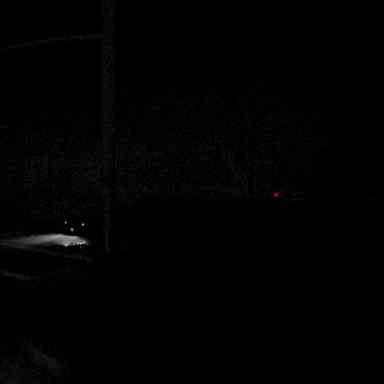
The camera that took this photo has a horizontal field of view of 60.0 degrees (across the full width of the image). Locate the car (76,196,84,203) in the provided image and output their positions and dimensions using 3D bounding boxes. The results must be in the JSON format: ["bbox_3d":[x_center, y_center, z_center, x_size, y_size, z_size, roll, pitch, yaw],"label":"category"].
[{"bbox_3d":[-18.944,1.006,60.584,1.905,1.878,3.866,0,0,35],"label":"car"}]

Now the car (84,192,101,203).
[{"bbox_3d":[-16.332,1.030,59.246,1.932,1.855,4.605,0,0,35],"label":"car"}]

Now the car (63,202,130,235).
[{"bbox_3d":[-4.607,1.527,19.149,2.033,1.411,5.357,0,0,35],"label":"car"}]

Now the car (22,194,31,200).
[{"bbox_3d":[-34.830,1.133,71.393,1.970,1.475,3.806,0,0,35],"label":"car"}]

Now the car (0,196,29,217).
[{"bbox_3d":[-16.224,1.299,27.142,2.007,1.523,4.514,0,0,35],"label":"car"}]

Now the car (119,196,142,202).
[{"bbox_3d":[-7.938,1.339,44.076,1.970,1.475,3.806,0,0,35],"label":"car"}]

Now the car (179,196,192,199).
[{"bbox_3d":[-1.226,1.333,48.422,1.845,1.501,3.633,0,0,35],"label":"car"}]

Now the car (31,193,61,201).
[{"bbox_3d":[-29.399,1.064,67.959,2.152,1.636,5.027,0,0,35],"label":"car"}]
